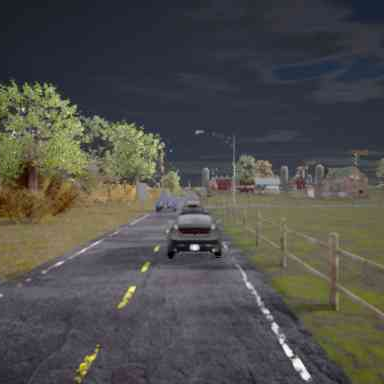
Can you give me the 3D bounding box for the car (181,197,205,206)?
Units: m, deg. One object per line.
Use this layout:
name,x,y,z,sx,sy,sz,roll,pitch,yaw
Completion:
car,0.097,1.427,29.593,1.837,1.490,4.892,0,0,0

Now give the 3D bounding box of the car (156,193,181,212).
car,-2.752,1.101,37.185,2.150,2.045,5.566,0,0,0

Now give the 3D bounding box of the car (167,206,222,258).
car,0.095,1.476,12.718,1.837,1.490,4.892,0,0,0
